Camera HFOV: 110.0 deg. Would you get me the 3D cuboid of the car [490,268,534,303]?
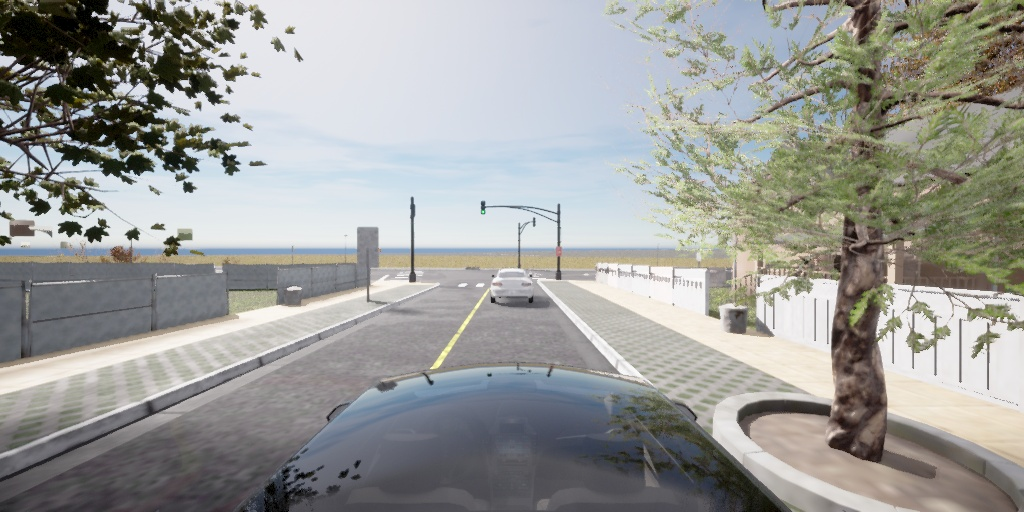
[{"bbox_3d":[0.000,1.277,16.503,1.812,1.442,4.674,0,0,0],"label":"car"}]
